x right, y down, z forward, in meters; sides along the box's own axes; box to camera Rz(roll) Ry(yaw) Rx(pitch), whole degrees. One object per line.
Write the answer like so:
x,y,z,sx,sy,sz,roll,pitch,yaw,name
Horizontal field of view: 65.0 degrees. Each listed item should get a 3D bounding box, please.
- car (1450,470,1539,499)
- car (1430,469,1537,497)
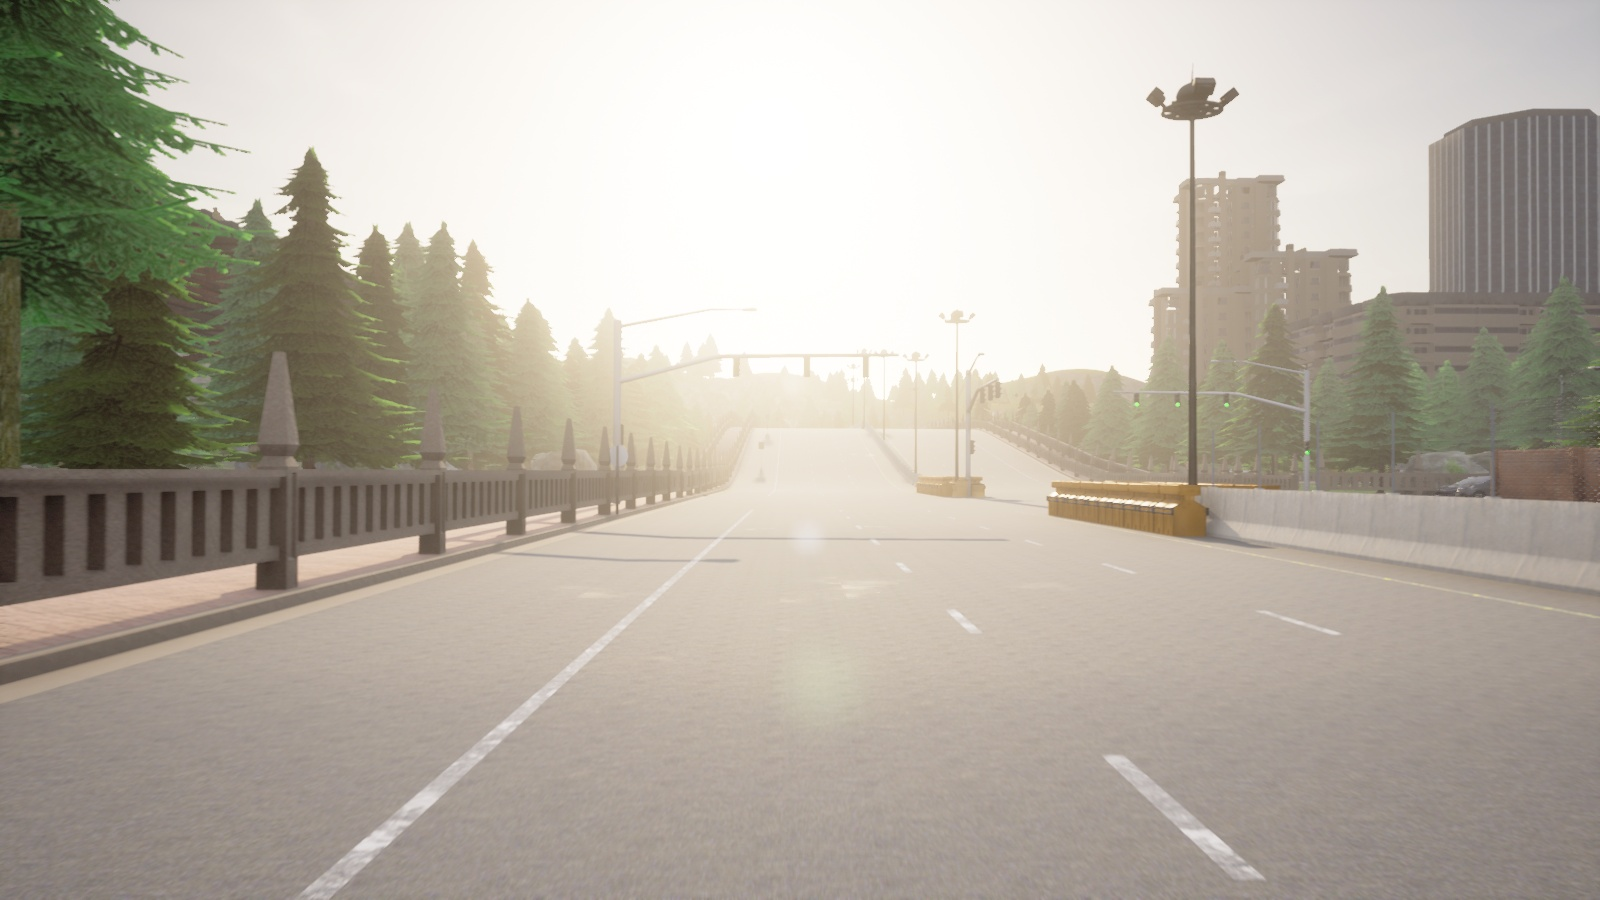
36.559,1.790,66.166,3.633,1.501,1.845,0,-1,0,car
37.877,1.829,69.676,4.792,1.488,2.163,0,-1,0,car
